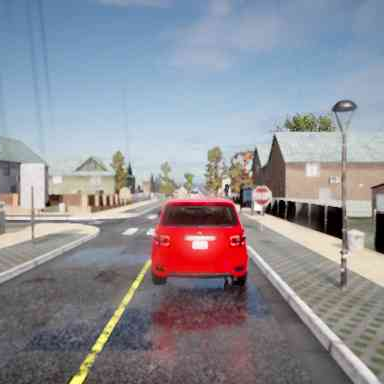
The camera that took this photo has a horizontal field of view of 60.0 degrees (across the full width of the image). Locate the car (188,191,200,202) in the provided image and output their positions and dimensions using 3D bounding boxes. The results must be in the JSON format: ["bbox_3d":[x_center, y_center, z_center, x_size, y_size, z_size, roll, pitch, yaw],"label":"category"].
[{"bbox_3d":[0.437,0.783,64.319,2.150,2.045,5.566,0,0,0],"label":"car"}]

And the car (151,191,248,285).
[{"bbox_3d":[0.172,1.124,9.319,2.150,2.045,5.566,0,1,0],"label":"car"}]

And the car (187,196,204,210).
[{"bbox_3d":[0.363,1.192,38.152,1.812,1.442,4.674,0,0,0],"label":"car"}]
